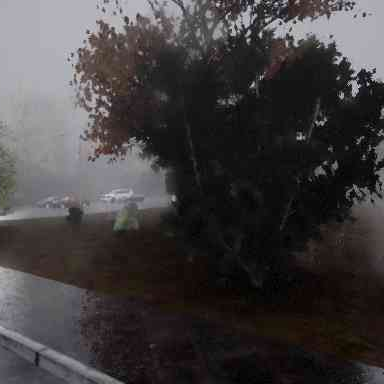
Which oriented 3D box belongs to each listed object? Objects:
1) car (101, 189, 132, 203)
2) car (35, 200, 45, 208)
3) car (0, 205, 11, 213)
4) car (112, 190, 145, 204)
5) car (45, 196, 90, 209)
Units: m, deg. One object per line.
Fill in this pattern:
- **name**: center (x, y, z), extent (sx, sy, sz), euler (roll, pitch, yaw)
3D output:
- **car**: center (-11.723, 0.658, 52.674), extent (2.150, 2.045, 5.566), euler (0, 3, 39)
- **car**: center (-18.355, 1.350, 44.435), extent (1.837, 1.490, 4.892), euler (0, 2, 39)
- **car**: center (-21.710, 1.646, 34.668), extent (1.895, 1.301, 4.718), euler (0, 1, 39)
- **car**: center (-9.172, 0.964, 50.270), extent (1.812, 1.442, 4.674), euler (0, 3, 39)
- **car**: center (-15.498, 1.306, 42.403), extent (1.882, 1.535, 5.008), euler (0, 2, 39)
